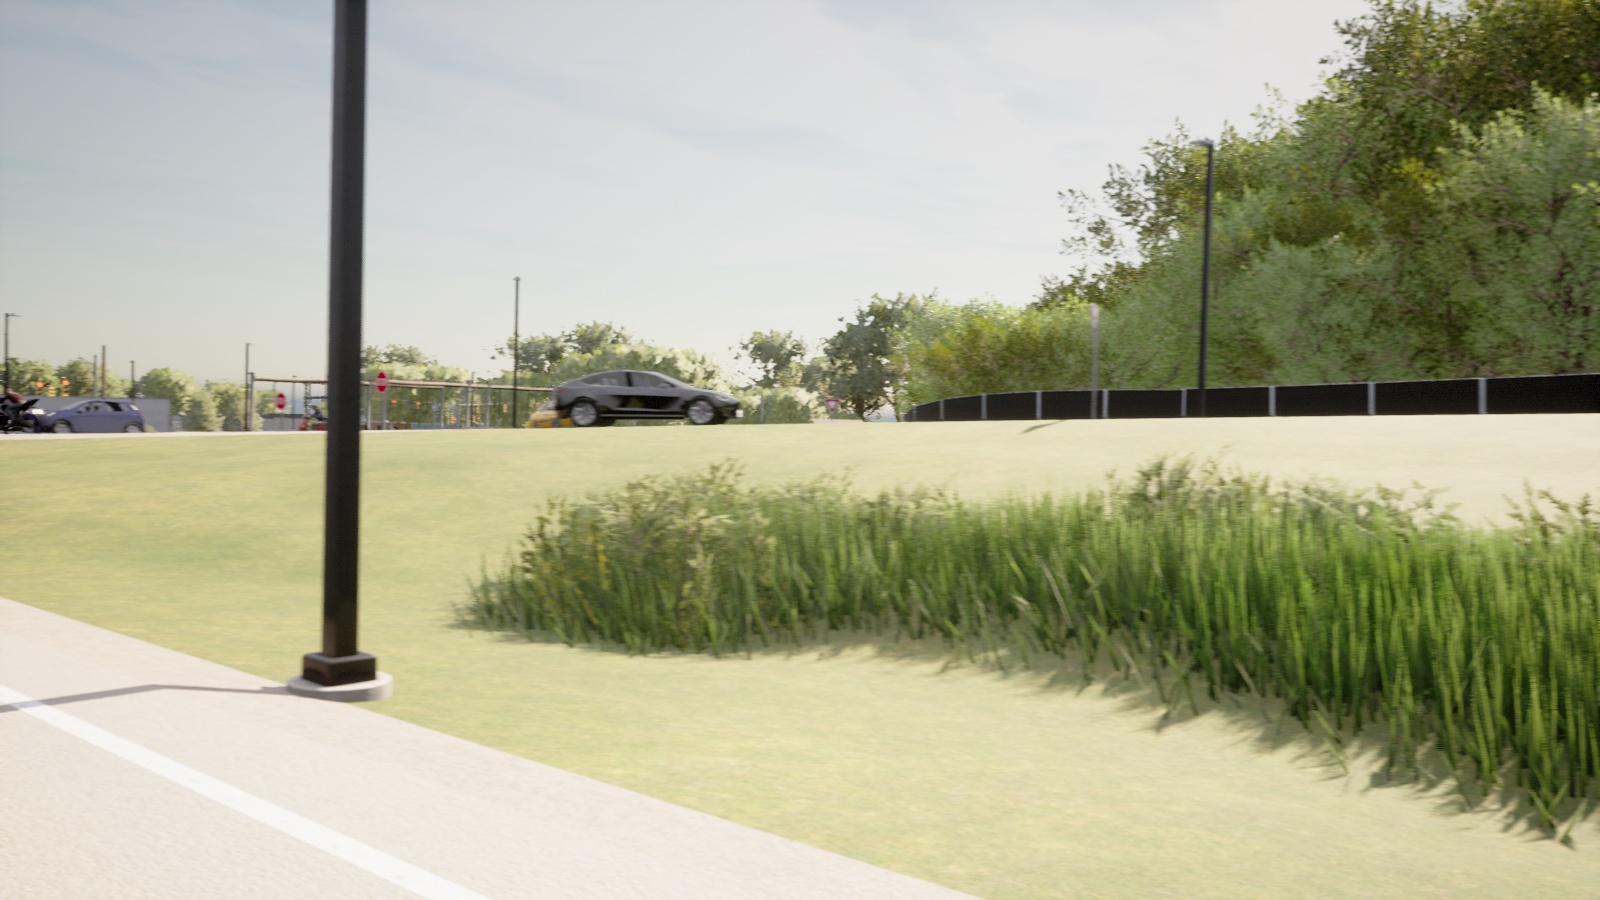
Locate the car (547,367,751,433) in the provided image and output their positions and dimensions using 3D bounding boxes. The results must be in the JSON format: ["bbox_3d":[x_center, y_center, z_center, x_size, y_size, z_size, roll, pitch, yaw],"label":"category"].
[{"bbox_3d":[-3.819,-1.256,32.294,4.792,1.488,2.163,-2,1,8],"label":"car"}]

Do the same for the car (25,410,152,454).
[{"bbox_3d":[-26.279,-0.621,46.434,1.845,1.501,3.633,-3,-2,38],"label":"car"}]

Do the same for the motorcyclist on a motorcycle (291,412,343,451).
[{"bbox_3d":[-20.299,-0.764,52.816,1.817,1.590,0.866,-1,-1,-44],"label":"motorcyclist on a motorcycle"}]

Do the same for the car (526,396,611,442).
[{"bbox_3d":[-9.337,-1.214,50.327,1.801,1.575,5.366,-1,-1,-28],"label":"car"}]

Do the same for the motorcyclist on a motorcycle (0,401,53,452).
[{"bbox_3d":[-24.707,-0.721,39.483,2.191,1.530,0.866,-1,0,19],"label":"motorcyclist on a motorcycle"}]
